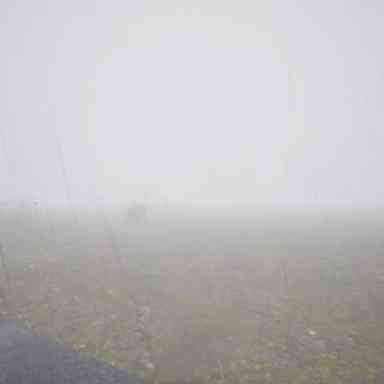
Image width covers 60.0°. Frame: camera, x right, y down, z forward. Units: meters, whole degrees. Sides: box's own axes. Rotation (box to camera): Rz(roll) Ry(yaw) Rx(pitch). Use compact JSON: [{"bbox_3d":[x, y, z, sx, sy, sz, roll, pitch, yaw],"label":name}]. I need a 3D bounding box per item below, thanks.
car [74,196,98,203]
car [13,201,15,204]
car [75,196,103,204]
[{"bbox_3d":[-23.158,1.613,72.662,1.882,1.535,5.008,0,0,34],"label":"car"},{"bbox_3d":[-31.722,1.569,59.889,1.882,1.535,5.008,0,0,34],"label":"car"},{"bbox_3d":[-19.727,1.637,65.188,2.128,1.511,4.902,0,0,34],"label":"car"}]
